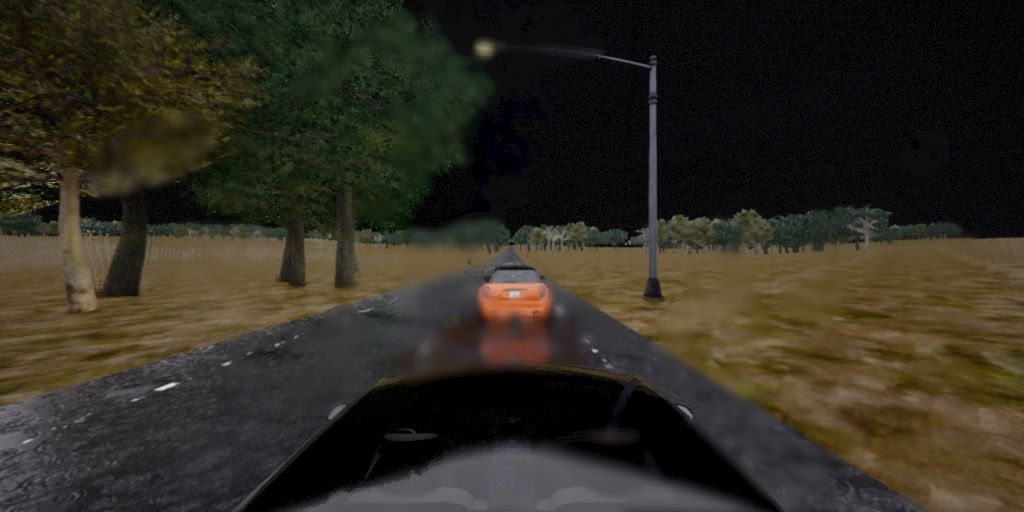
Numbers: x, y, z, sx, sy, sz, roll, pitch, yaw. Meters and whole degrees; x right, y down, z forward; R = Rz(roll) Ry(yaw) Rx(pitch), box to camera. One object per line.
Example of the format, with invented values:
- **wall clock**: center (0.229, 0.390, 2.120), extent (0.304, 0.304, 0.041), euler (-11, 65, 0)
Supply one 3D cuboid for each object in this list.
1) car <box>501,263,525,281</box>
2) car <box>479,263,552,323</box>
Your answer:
- **car**: center (0.101, 1.315, 30.624), extent (1.895, 1.301, 4.718), euler (0, 0, 0)
- **car**: center (0.100, 1.088, 12.143), extent (2.097, 1.767, 4.553), euler (0, 0, 0)
